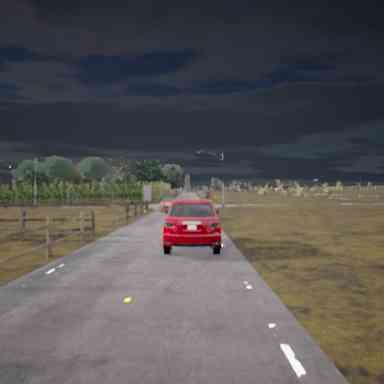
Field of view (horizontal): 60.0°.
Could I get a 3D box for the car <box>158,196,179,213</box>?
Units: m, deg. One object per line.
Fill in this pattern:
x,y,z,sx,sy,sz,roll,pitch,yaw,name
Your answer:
-2.742,1.407,39.669,2.097,1.767,4.553,0,1,0,car

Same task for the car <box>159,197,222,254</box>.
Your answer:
0.005,1.307,14.001,2.150,2.045,5.566,0,0,0,car

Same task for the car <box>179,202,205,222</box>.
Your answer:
0.009,1.663,28.994,2.033,1.411,5.357,0,0,0,car
